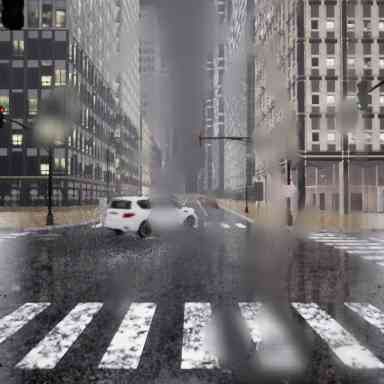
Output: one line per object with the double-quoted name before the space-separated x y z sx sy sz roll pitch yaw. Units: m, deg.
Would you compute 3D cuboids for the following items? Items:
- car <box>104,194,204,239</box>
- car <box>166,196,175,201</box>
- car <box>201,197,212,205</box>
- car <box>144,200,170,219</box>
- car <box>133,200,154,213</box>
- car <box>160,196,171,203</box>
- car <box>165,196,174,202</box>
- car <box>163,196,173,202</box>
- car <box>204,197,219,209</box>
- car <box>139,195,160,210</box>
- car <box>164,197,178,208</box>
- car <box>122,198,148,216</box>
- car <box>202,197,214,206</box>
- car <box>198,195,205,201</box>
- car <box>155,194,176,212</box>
"car" -2.037 1.246 17.901 2.150 2.045 5.566 1 1 39
"car" -5.734 1.668 89.480 2.008 1.369 4.403 1 0 0
"car" 2.664 1.646 61.679 1.947 1.339 4.313 1 0 0
"car" -3.120 1.544 30.412 1.837 1.490 4.892 0 0 0
"car" -5.703 1.633 39.304 1.802 1.307 4.206 1 0 0
"car" -5.723 1.640 72.755 1.887 1.381 4.507 1 0 0
"car" -5.731 1.655 83.905 1.887 1.381 4.507 1 0 0
"car" -5.727 1.653 78.330 2.008 1.369 4.403 1 0 0
"car" 2.674 1.640 44.946 1.802 1.307 4.206 1 0 0
"car" -5.701 1.373 44.879 2.192 1.841 5.009 1 0 0
"car" -3.121 1.571 50.848 1.837 1.490 4.892 0 0 0
"car" -5.696 1.484 33.729 1.967 1.590 4.097 1 0 0
"car" 2.668 1.598 56.272 1.752 1.417 4.829 1 0 0
"car" 2.643 1.670 95.142 1.887 1.381 4.507 1 0 0
"car" -3.121 1.274 40.440 2.150 2.045 5.566 0 0 0
